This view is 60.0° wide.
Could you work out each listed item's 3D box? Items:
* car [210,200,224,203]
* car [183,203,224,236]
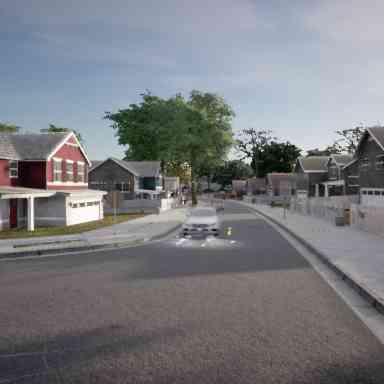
[{"bbox_3d":[3.262,1.669,43.345,1.895,1.301,4.718,0,0,4],"label":"car"},{"bbox_3d":[0.674,1.549,18.571,1.812,1.442,4.674,0,0,8],"label":"car"}]
